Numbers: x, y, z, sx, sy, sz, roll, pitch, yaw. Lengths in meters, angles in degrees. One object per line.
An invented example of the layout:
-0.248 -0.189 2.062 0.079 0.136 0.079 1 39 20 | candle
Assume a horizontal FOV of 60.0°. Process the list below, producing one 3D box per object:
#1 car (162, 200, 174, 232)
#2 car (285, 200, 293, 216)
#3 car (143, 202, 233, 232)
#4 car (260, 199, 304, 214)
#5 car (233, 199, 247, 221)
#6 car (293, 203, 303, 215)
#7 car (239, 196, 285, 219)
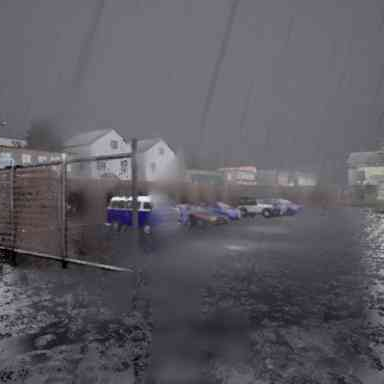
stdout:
-0.098 1.495 21.862 1.789 1.547 3.705 -1 0 35 | car
7.712 1.534 30.700 2.207 1.379 1.481 -1 0 35 | car
-0.360 1.568 21.770 5.357 1.415 2.033 -1 0 35 | car
9.695 1.507 35.798 4.193 1.474 1.816 -1 0 35 | car
2.023 1.509 25.818 3.633 1.501 1.845 -1 0 35 | car
8.451 1.434 32.789 4.611 1.667 2.242 -1 0 35 | car
5.751 1.331 29.444 3.866 1.878 1.905 -1 0 35 | car
